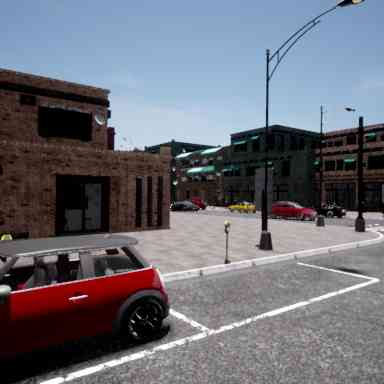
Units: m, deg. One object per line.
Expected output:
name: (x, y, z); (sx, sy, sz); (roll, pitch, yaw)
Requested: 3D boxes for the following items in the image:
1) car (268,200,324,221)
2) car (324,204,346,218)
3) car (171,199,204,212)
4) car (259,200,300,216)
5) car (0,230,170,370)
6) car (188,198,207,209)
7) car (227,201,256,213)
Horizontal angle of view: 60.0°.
car: (8.555, 1.673, 28.769); (1.812, 1.442, 4.674); (1, -1, -35)
car: (12.902, 1.811, 32.652); (1.947, 1.339, 4.313); (0, -1, -35)
car: (-0.875, 1.870, 42.340); (1.994, 1.385, 4.181); (1, -1, -35)
car: (9.736, 1.739, 37.209); (1.967, 1.590, 4.097); (0, -1, -35)
car: (-2.435, 1.440, 4.808); (4.097, 1.590, 1.967); (0, 1, -36)
car: (0.234, 1.772, 50.876); (2.192, 1.841, 5.009); (0, -1, -35)
car: (6.471, 1.878, 41.903); (1.752, 1.417, 4.829); (0, -1, -35)
